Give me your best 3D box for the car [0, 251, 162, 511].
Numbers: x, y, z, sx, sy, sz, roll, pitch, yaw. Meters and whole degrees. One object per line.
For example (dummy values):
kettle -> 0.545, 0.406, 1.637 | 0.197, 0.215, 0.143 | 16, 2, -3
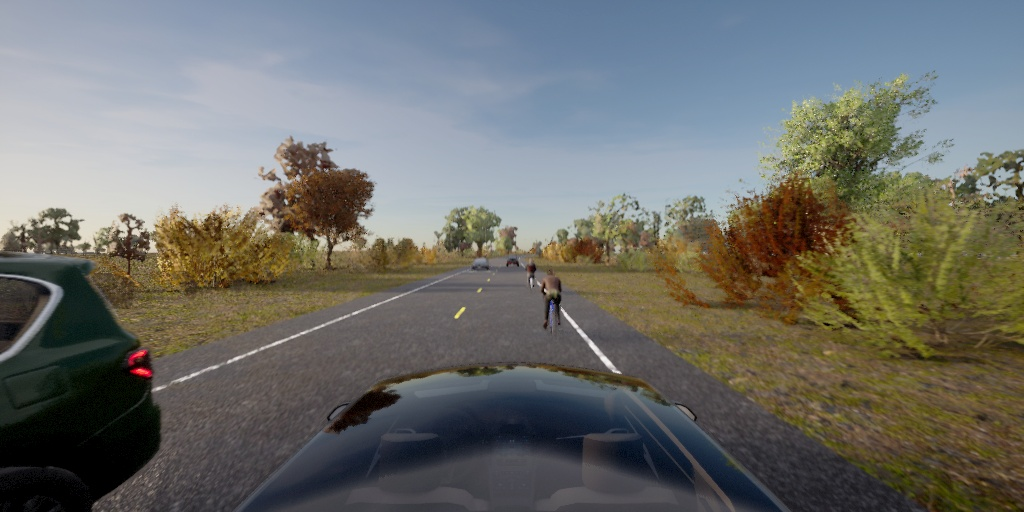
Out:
car -> -3.599, 0.983, 0.213 | 2.150, 2.045, 5.566 | 0, 0, 0

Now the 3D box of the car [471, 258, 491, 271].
car -> -3.584, 0.926, 41.630 | 1.812, 1.442, 4.674 | 0, 1, 0

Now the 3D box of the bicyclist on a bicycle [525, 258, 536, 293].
bicyclist on a bicycle -> 0.967, 0.981, 18.373 | 0.659, 1.776, 1.843 | 0, 1, 0

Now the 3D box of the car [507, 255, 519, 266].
car -> 0.104, 0.770, 55.540 | 1.837, 1.490, 4.892 | 0, 1, 0

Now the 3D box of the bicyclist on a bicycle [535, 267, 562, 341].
bicyclist on a bicycle -> 0.966, 1.146, 8.702 | 0.582, 1.620, 1.656 | 0, 0, 0
